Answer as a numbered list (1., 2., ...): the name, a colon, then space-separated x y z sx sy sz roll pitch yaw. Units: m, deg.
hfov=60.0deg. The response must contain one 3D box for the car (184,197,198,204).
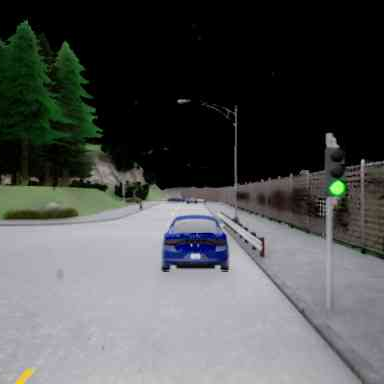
1. car: -0.020 1.634 65.137 1.994 1.385 4.181 0 0 -4

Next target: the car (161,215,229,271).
1. car: 0.094 1.489 10.991 1.882 1.535 5.008 0 0 0

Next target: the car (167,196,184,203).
1. car: -3.513 1.604 74.414 4.674 1.442 1.812 0 0 40
